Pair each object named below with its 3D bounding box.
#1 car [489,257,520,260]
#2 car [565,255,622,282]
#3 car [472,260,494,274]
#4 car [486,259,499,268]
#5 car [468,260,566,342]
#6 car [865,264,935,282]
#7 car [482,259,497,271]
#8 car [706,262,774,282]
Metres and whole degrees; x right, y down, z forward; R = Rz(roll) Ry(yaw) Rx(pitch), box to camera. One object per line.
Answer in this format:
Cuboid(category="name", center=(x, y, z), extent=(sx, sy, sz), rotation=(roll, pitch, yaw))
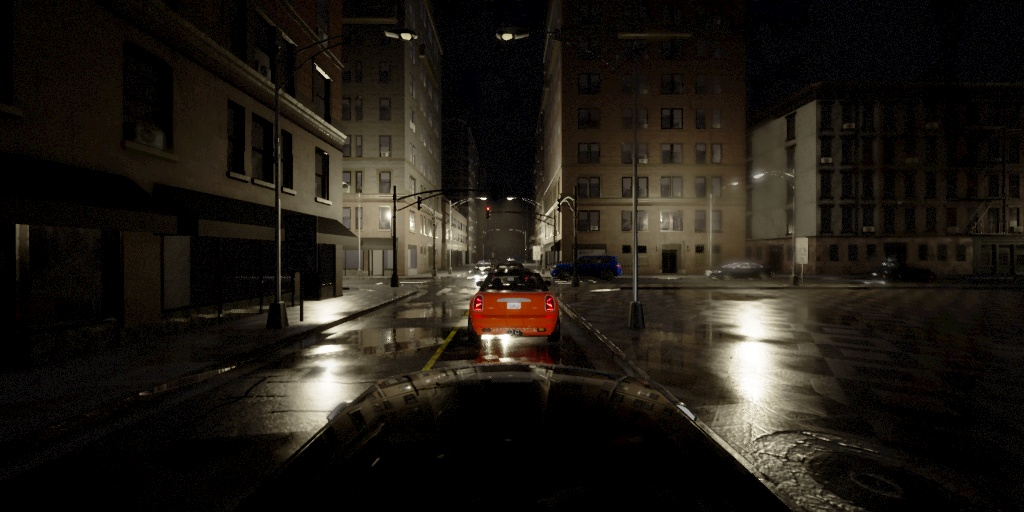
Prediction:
Cuboid(category="car", center=(-0.183, 1.101, 18.861), extent=(2.097, 1.767, 4.553), rotation=(0, 0, -3))
Cuboid(category="car", center=(5.952, 0.971, 28.995), extent=(5.566, 2.045, 2.150), rotation=(0, 0, 6))
Cuboid(category="car", center=(-3.224, 1.239, 41.255), extent=(2.128, 1.511, 4.902), rotation=(0, 0, 0))
Cuboid(category="car", center=(-3.273, 1.294, 61.774), extent=(2.033, 1.411, 5.357), rotation=(0, 0, 0))
Cuboid(category="car", center=(0.048, 1.102, 9.941), extent=(2.097, 1.767, 4.553), rotation=(0, 0, 0))
Cuboid(category="car", center=(31.117, 1.320, 28.808), extent=(4.181, 1.385, 1.994), rotation=(0, 0, -1))
Cuboid(category="car", center=(-3.241, 1.252, 51.503), extent=(1.837, 1.490, 4.892), rotation=(0, 0, 0))
Cuboid(category="car", center=(18.162, 1.246, 28.674), extent=(4.902, 1.511, 2.128), rotation=(0, 0, -1))
